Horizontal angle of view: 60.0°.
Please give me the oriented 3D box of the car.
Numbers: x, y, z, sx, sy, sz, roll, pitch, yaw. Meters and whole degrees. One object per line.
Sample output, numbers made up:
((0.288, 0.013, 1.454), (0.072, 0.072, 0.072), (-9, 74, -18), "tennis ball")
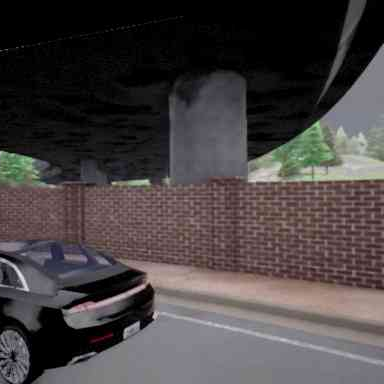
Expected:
((-2.874, 1.536, 5.320), (4.902, 1.511, 2.128), (-1, 0, 29), "car")
